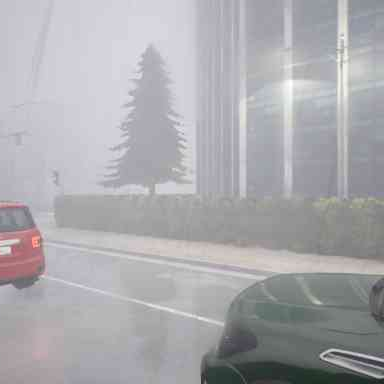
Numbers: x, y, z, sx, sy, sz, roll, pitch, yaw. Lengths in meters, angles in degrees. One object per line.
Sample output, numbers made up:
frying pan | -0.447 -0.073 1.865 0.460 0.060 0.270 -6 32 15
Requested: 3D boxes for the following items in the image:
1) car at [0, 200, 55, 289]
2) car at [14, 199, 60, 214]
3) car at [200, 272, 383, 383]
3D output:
car | -5.740 1.221 8.023 5.566 2.045 2.150 0 0 38
car | -17.178 1.564 37.017 1.994 1.385 4.181 0 0 36
car | 2.730 1.221 2.043 5.566 2.045 2.150 0 0 36
